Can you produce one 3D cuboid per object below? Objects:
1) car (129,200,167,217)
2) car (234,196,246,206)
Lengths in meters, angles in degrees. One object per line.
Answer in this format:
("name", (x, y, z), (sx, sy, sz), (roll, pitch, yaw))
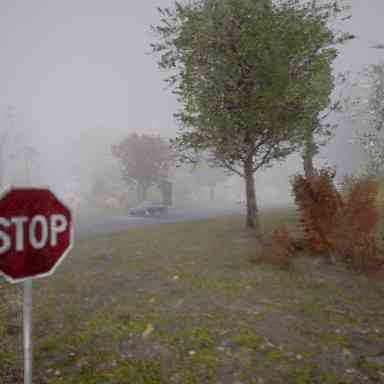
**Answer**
("car", (-4.296, 1.635, 33.472), (1.837, 1.490, 4.892), (-1, 0, 31))
("car", (8.498, 1.466, 54.715), (1.882, 1.535, 5.008), (-1, 0, 31))
